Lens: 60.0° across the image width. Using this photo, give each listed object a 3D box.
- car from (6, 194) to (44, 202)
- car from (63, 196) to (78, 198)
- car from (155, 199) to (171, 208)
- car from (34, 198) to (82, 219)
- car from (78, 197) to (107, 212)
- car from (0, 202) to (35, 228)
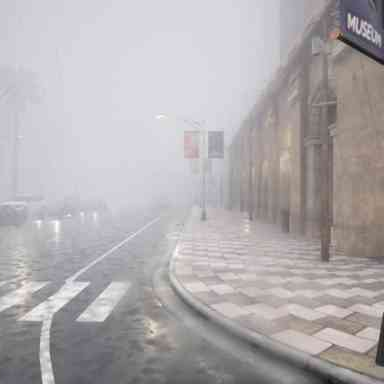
[{"bbox_3d":[-15.157,1.221,30.017,2.150,2.045,5.566,0,0,1],"label":"car"},{"bbox_3d":[-14.895,1.351,40.338,2.097,1.767,4.553,0,0,2],"label":"car"},{"bbox_3d":[-4.130,1.603,47.903,1.895,1.301,4.718,0,0,2],"label":"car"},{"bbox_3d":[-11.669,1.525,29.199,1.812,1.442,4.674,0,0,1],"label":"car"},{"bbox_3d":[-11.424,1.525,39.085,1.812,1.442,4.674,0,0,1],"label":"car"},{"bbox_3d":[-11.840,1.547,19.772,2.033,1.411,5.357,0,0,1],"label":"car"}]
